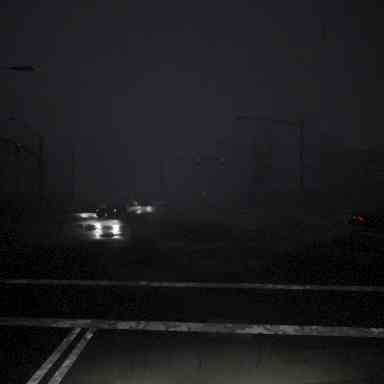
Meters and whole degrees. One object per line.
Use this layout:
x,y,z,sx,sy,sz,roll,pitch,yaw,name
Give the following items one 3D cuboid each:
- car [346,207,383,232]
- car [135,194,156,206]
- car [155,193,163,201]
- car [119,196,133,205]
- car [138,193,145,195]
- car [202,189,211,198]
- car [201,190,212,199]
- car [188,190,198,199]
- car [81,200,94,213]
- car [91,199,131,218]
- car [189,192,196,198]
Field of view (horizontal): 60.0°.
12.000,1.548,19.468,5.357,1.411,2.033,0,0,0,car
-6.980,1.419,50.059,1.895,1.301,4.718,0,1,0,car
-6.865,1.044,67.022,1.882,1.535,5.008,0,1,1,car
-10.474,1.342,52.237,2.033,1.411,5.357,0,1,0,car
-10.345,1.039,68.112,2.128,1.511,4.902,0,1,0,car
3.708,0.378,87.560,2.150,2.045,5.566,0,1,0,car
3.685,0.910,77.567,1.994,1.385,4.181,0,1,0,car
0.181,0.604,76.503,2.150,2.045,5.566,0,1,0,car
-10.519,1.515,36.133,1.994,1.385,4.181,0,0,0,car
-7.034,1.580,29.456,1.895,1.301,4.718,0,0,0,car
0.207,0.685,87.179,1.812,1.442,4.674,0,1,0,car
